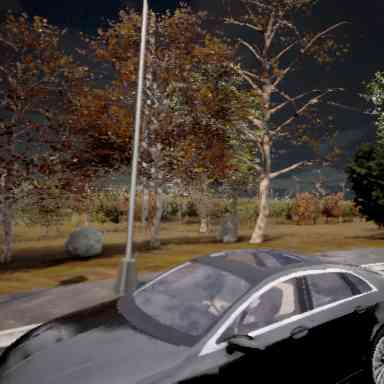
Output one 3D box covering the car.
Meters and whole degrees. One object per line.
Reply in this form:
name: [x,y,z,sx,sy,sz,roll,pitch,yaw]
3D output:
car: [0.519,1.482,3.709,4.902,1.511,2.128,0,0,-33]
